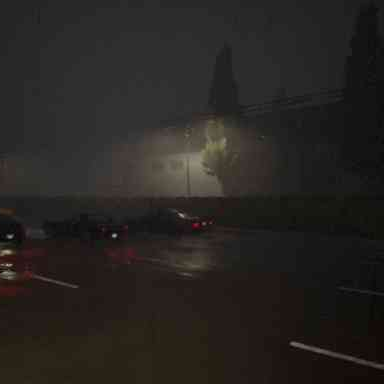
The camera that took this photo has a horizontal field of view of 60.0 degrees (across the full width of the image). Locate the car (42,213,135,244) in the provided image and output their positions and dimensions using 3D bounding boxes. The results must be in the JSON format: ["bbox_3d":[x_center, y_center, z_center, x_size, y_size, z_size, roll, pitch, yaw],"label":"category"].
[{"bbox_3d":[-5.302,1.694,16.325,4.718,1.301,1.895,0,0,36],"label":"car"}]

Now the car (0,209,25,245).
[{"bbox_3d":[-9.276,1.635,14.876,4.674,1.442,1.812,-1,0,36],"label":"car"}]

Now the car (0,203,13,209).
[{"bbox_3d":[-17.887,1.693,29.623,5.008,1.535,1.882,-1,0,36],"label":"car"}]

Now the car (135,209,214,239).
[{"bbox_3d":[-1.429,1.625,17.836,5.357,1.411,2.033,0,0,36],"label":"car"}]

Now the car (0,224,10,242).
[{"bbox_3d":[-7.505,1.625,9.274,5.357,1.411,2.033,0,0,36],"label":"car"}]
